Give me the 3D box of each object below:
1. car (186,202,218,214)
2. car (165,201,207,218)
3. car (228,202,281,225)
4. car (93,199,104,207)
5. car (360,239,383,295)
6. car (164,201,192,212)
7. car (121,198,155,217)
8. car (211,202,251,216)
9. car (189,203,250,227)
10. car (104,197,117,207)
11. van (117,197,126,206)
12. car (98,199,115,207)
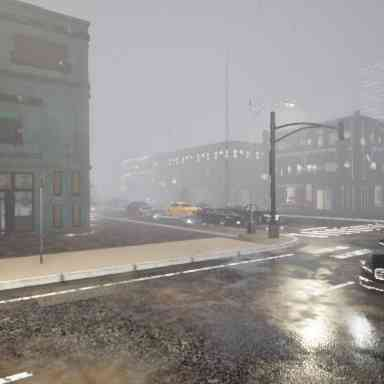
[{"bbox_3d":[1.150,1.903,41.494,1.802,1.307,4.206,-1,0,-35],"label":"car"},{"bbox_3d":[-0.917,1.803,34.305,1.882,1.535,5.008,-1,0,-34],"label":"car"},{"bbox_3d":[4.769,1.702,26.075,2.128,1.511,4.902,-1,0,-33],"label":"car"},{"bbox_3d":[-19.488,2.189,66.864,2.128,1.511,4.902,-1,0,-35],"label":"car"},{"bbox_3d":[5.811,1.503,7.670,4.892,1.490,1.837,0,0,-35],"label":"car"},{"bbox_3d":[-1.991,1.966,46.050,1.802,1.307,4.206,-1,0,-35],"label":"car"},{"bbox_3d":[-5.752,1.846,36.735,1.967,1.590,4.097,-1,0,-35],"label":"car"},{"bbox_3d":[4.291,1.809,36.937,2.008,1.369,4.403,-2,0,-35],"label":"car"},{"bbox_3d":[2.028,1.814,25.242,1.947,1.339,4.313,-1,0,-35],"label":"car"},{"bbox_3d":[-14.566,1.940,64.278,2.192,1.841,5.009,-1,0,-35],"label":"car"},{"bbox_3d":[-11.424,1.907,59.721,1.690,1.788,3.998,-1,0,-35],"label":"van"},{"bbox_3d":[-17.703,2.227,68.835,1.887,1.381,4.507,-1,0,-35],"label":"car"}]
